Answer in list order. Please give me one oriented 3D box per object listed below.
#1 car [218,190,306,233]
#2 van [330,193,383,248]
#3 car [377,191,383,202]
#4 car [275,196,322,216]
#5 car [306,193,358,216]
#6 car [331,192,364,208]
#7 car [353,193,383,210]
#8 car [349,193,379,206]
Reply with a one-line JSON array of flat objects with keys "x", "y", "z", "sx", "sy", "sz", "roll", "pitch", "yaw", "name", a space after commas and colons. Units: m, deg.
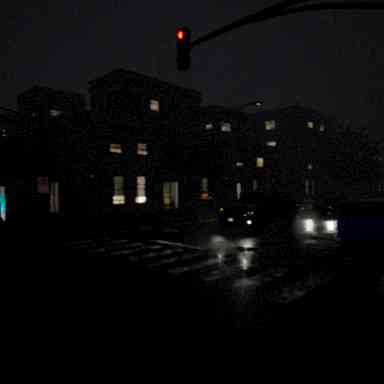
[{"x": 3.770, "y": 0.944, "z": 18.092, "sx": 2.150, "sy": 2.045, "sz": 5.566, "roll": 0, "pitch": 1, "yaw": 44, "name": "car"}, {"x": 7.265, "y": 1.116, "z": 13.374, "sx": 1.690, "sy": 1.788, "sz": 3.998, "roll": 0, "pitch": 1, "yaw": 44, "name": "van"}, {"x": 27.936, "y": 0.629, "z": 47.110, "sx": 1.887, "sy": 1.381, "sz": 4.507, "roll": 0, "pitch": 1, "yaw": 44, "name": "car"}, {"x": 8.737, "y": 1.064, "z": 27.038, "sx": 1.752, "sy": 1.417, "sz": 4.829, "roll": 0, "pitch": 1, "yaw": 44, "name": "car"}, {"x": 10.756, "y": 1.029, "z": 25.394, "sx": 1.882, "sy": 1.535, "sz": 5.008, "roll": 0, "pitch": 1, "yaw": 44, "name": "car"}, {"x": 16.487, "y": 0.793, "z": 35.140, "sx": 1.967, "sy": 1.590, "sz": 4.097, "roll": 0, "pitch": 1, "yaw": 44, "name": "car"}, {"x": 17.911, "y": 0.872, "z": 32.862, "sx": 2.128, "sy": 1.511, "sz": 4.902, "roll": 0, "pitch": 1, "yaw": 44, "name": "car"}, {"x": 20.304, "y": 0.807, "z": 39.131, "sx": 1.887, "sy": 1.381, "sz": 4.507, "roll": 0, "pitch": 1, "yaw": 44, "name": "car"}]
